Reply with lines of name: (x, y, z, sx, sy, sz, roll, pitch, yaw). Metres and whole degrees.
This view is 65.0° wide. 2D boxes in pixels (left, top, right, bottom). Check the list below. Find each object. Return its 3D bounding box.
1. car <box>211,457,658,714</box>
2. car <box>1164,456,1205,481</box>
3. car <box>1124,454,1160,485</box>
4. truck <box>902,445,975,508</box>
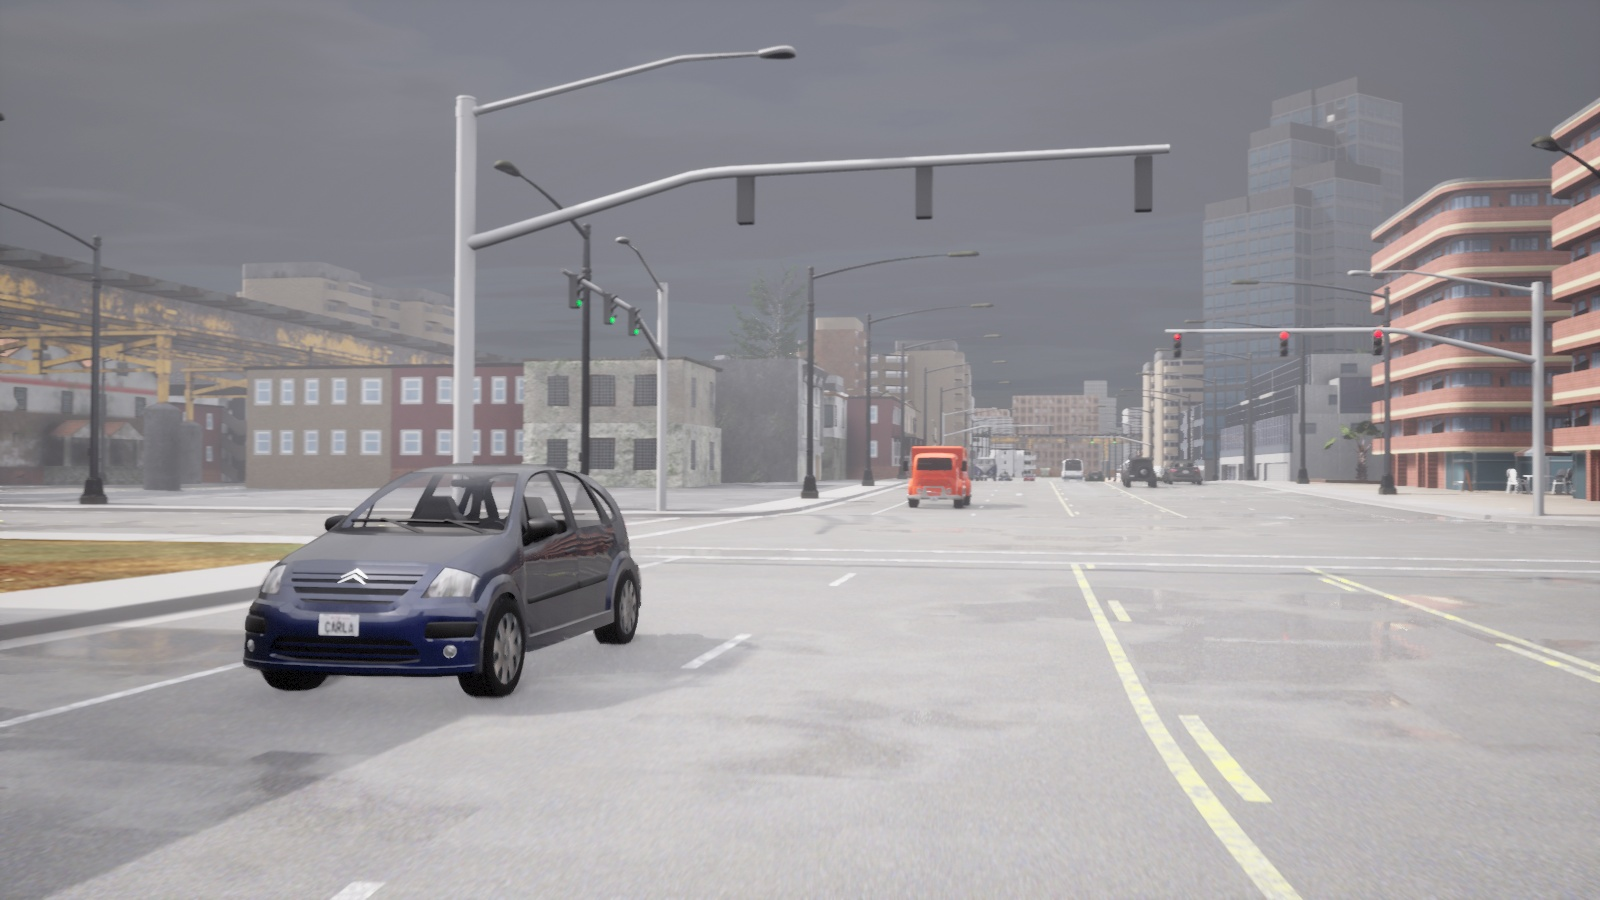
car: (-2.597, 0.889, 10.032, 1.851, 1.617, 3.988, 0, -1, 10)
car: (26.592, 1.256, 86.976, 2.242, 1.667, 4.611, 0, 0, 11)
car: (21.707, 1.232, 79.846, 1.905, 1.878, 3.866, 0, 0, 11)
truck: (5.763, 1.039, 51.550, 2.627, 2.467, 5.204, 0, 0, 10)
